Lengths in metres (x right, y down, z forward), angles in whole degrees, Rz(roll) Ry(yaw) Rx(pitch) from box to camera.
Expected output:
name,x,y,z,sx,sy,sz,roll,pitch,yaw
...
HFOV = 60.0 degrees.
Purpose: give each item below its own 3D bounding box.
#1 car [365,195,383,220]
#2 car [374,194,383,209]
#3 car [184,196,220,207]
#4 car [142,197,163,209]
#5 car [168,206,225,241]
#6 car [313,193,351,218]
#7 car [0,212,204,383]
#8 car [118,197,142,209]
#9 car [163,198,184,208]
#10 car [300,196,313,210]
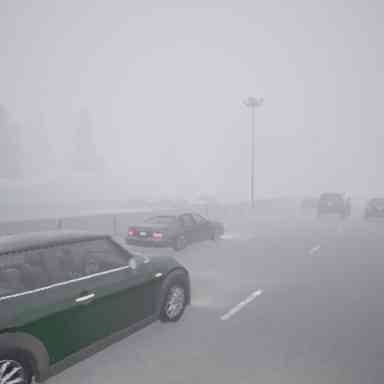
name,x,y,z,sx,sy,sz,roll,pitch,yaw
car,14.941,1.227,26.354,2.097,1.767,4.553,0,1,29
car,23.108,1.118,40.016,1.882,1.535,5.008,0,1,31
car,1.436,1.212,38.235,2.097,1.767,4.553,0,0,31
car,-3.911,1.452,42.929,1.895,1.301,4.718,0,1,31
car,-0.493,1.558,14.201,2.033,1.411,5.357,0,0,31
car,12.419,1.092,28.967,2.150,2.045,5.566,0,1,31
car,-1.886,1.364,5.056,2.097,1.767,4.553,0,0,31
car,-7.588,1.364,43.604,2.128,1.511,4.902,0,1,31
car,-1.206,1.419,40.633,1.994,1.385,4.181,0,1,31
car,13.606,1.268,37.769,1.837,1.490,4.892,0,0,31
